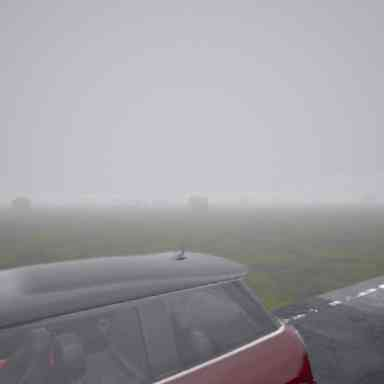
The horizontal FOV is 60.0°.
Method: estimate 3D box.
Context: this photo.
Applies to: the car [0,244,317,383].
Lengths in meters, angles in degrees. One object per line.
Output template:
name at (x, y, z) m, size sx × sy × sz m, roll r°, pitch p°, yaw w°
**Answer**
car at (-1.230, 1.357, 2.185) m, size 4.553 × 1.767 × 2.097 m, roll 0°, pitch 0°, yaw -36°
